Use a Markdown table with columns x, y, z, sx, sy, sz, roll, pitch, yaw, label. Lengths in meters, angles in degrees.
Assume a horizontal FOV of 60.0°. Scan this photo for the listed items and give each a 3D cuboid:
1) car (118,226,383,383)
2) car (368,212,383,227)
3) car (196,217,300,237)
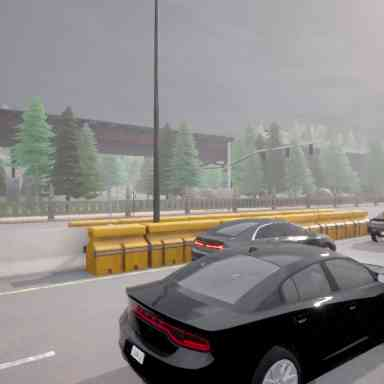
| x | y | z | sx | sy | sz | roll | pitch | yaw | label |
| --- | --- | --- | --- | --- | --- | --- | --- | --- | --- |
| 1.467 | 1.479 | 4.793 | 5.008 | 1.535 | 1.882 | 0 | 0 | -36 | car |
| 9.902 | 1.498 | 15.119 | 4.902 | 1.511 | 2.128 | 0 | 0 | -36 | car |
| 2.236 | 1.508 | 9.645 | 4.892 | 1.490 | 1.837 | 0 | 0 | -35 | car |
